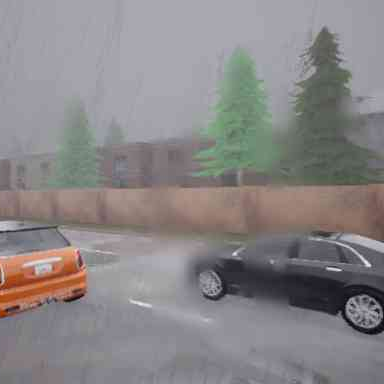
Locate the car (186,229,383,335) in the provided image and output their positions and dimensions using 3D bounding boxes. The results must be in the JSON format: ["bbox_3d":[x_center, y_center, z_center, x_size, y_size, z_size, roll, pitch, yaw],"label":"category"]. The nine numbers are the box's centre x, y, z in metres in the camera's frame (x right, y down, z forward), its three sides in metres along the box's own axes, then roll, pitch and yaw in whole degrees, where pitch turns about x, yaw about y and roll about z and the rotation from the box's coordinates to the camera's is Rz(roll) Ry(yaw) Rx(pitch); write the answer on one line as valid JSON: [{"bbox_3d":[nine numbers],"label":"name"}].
[{"bbox_3d":[2.106,1.518,6.788,4.892,1.490,1.837,0,0,36],"label":"car"}]

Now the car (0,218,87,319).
[{"bbox_3d":[-4.342,1.390,7.087,4.553,1.767,2.097,0,0,35],"label":"car"}]
